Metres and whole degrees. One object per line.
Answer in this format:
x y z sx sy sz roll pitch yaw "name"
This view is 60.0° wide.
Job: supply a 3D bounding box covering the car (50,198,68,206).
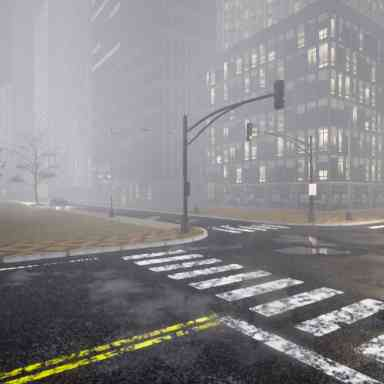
-21.724 1.607 54.213 1.895 1.301 4.718 0 0 -35 "car"
